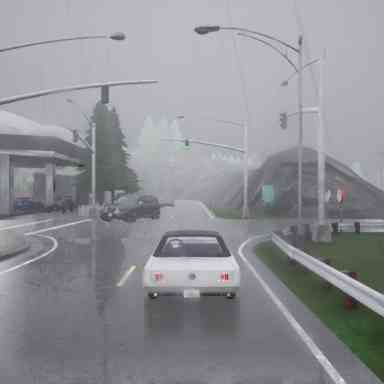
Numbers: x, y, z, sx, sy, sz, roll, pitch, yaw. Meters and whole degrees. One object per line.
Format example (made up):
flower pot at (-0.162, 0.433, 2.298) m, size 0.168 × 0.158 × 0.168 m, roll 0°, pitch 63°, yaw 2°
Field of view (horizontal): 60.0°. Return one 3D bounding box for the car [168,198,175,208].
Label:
car at (-3.497, 1.544, 48.122) m, size 2.033 × 1.411 × 5.357 m, roll 0°, pitch 0°, yaw 0°

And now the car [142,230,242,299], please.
car at (0.001, 1.601, 8.395) m, size 1.895 × 1.301 × 4.718 m, roll 0°, pitch 0°, yaw 0°

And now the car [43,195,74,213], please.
car at (-14.526, 1.313, 36.950) m, size 1.905 × 1.878 × 3.866 m, roll 0°, pitch 0°, yaw -1°

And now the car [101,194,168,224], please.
car at (-4.308, 1.211, 24.616) m, size 2.150 × 2.045 × 5.566 m, roll 3°, pitch 0°, yaw 24°

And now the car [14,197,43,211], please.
car at (-20.232, 1.480, 41.228) m, size 2.242 × 1.667 × 4.611 m, roll 0°, pitch 0°, yaw -1°
